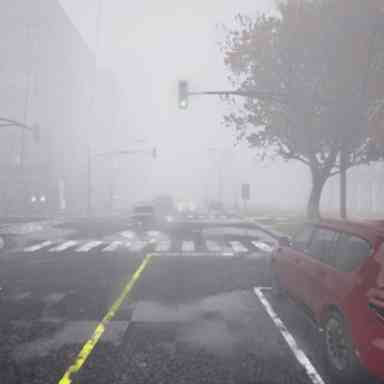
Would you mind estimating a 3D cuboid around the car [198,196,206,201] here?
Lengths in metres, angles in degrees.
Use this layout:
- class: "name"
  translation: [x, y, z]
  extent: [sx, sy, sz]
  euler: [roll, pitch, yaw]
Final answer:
- class: "car"
  translation: [2.604, 1.743, 87.572]
  extent: [1.887, 1.381, 4.507]
  euler: [0, 0, 0]

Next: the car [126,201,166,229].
- class: "car"
  translation: [-3.022, 1.594, 21.798]
  extent: [1.837, 1.490, 4.892]
  euler: [0, 0, 0]

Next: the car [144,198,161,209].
- class: "car"
  translation: [-5.738, 1.641, 48.836]
  extent: [2.008, 1.369, 4.403]
  euler: [0, 0, 0]

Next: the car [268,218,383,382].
- class: "car"
  translation: [2.687, 1.323, 5.390]
  extent: [2.192, 1.841, 5.009]
  euler: [0, 0, 0]

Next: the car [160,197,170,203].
- class: "car"
  translation: [-5.760, 1.731, 70.965]
  extent: [1.802, 1.307, 4.206]
  euler: [0, 0, 0]

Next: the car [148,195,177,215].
- class: "car"
  translation: [-3.034, 1.305, 35.205]
  extent: [2.150, 2.045, 5.566]
  euler: [0, 0, 0]

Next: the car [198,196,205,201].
- class: "car"
  translation: [2.598, 1.768, 93.105]
  extent: [2.008, 1.369, 4.403]
  euler: [0, 0, 0]

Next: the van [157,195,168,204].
- class: "van"
  translation: [-5.754, 1.475, 65.434]
  extent: [1.690, 1.788, 3.998]
  euler: [0, 0, 0]

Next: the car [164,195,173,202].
- class: "car"
  translation: [-5.771, 1.621, 82.032]
  extent: [1.967, 1.590, 4.097]
  euler: [0, 0, 0]

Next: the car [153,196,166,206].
- class: "car"
  translation: [-5.748, 1.560, 59.901]
  extent: [1.967, 1.590, 4.097]
  euler: [0, 0, 0]

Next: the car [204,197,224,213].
- class: "car"
  translation: [2.654, 1.610, 37.778]
  extent: [1.887, 1.381, 4.507]
  euler: [0, 0, 0]

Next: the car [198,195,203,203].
- class: "car"
  translation: [2.626, 1.717, 65.441]
  extent: [1.802, 1.307, 4.206]
  euler: [0, 0, 0]

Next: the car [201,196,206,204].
- class: "car"
  translation: [2.642, 1.617, 49.014]
  extent: [1.752, 1.417, 4.829]
  euler: [0, 0, 0]

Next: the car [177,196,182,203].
- class: "car"
  translation: [-3.071, 1.550, 71.793]
  extent: [1.882, 1.535, 5.008]
  euler: [0, 0, 0]
